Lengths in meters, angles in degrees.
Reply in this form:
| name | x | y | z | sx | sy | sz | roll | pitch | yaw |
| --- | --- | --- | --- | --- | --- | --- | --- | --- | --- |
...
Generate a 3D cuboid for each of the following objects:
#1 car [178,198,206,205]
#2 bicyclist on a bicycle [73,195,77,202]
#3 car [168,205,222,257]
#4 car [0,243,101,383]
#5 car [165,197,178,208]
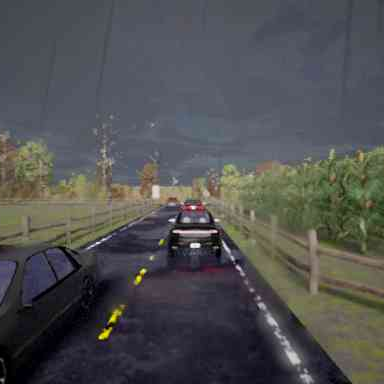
| name | x | y | z | sx | sy | sz | roll | pitch | yaw |
| --- | --- | --- | --- | --- | --- | --- | --- | --- | --- |
| car | 0.110 | 1.317 | 29.012 | 2.097 | 1.767 | 4.553 | 0 | 0 | 0 |
| bicyclist on a bicycle | -22.400 | 1.378 | 63.759 | 0.582 | 1.620 | 1.656 | 0 | 1 | 1 |
| car | 0.105 | 1.482 | 12.972 | 2.128 | 1.511 | 4.902 | 0 | 0 | 0 |
| car | -2.848 | 1.543 | 4.903 | 2.033 | 1.411 | 5.357 | 0 | 0 | 0 |
| car | -2.735 | 1.453 | 47.490 | 1.812 | 1.442 | 4.674 | 0 | 0 | 0 |
